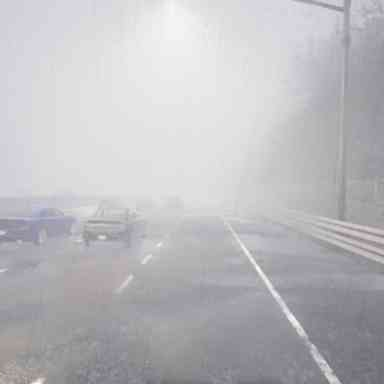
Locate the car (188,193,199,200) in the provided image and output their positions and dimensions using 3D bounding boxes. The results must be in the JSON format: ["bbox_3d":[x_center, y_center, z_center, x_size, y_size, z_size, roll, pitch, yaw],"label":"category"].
[{"bbox_3d":[0.237,1.516,93.199,1.812,1.442,4.674,2,0,2],"label":"car"}]

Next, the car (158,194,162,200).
[{"bbox_3d":[-7.345,1.259,79.394,1.882,1.535,5.008,2,0,2],"label":"car"}]

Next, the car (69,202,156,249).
[{"bbox_3d":[-3.082,1.405,14.184,2.128,1.511,4.902,2,0,2],"label":"car"}]

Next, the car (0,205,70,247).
[{"bbox_3d":[-6.583,1.293,14.191,1.882,1.535,5.008,2,0,2],"label":"car"}]

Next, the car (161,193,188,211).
[{"bbox_3d":[-2.010,1.289,39.592,2.097,1.767,4.553,2,0,2],"label":"car"}]

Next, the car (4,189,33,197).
[{"bbox_3d":[-26.056,0.505,50.590,2.150,2.045,5.566,2,0,2],"label":"car"}]

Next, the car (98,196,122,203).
[{"bbox_3d":[-9.107,1.246,37.442,1.837,1.490,4.892,2,0,2],"label":"car"}]

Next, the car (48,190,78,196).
[{"bbox_3d":[-19.066,0.676,50.264,2.150,2.045,5.566,2,0,2],"label":"car"}]

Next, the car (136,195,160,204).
[{"bbox_3d":[-5.511,1.387,39.692,2.033,1.411,5.357,2,0,2],"label":"car"}]

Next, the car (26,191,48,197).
[{"bbox_3d":[-22.582,0.924,50.195,1.994,1.385,4.181,2,0,2],"label":"car"}]
